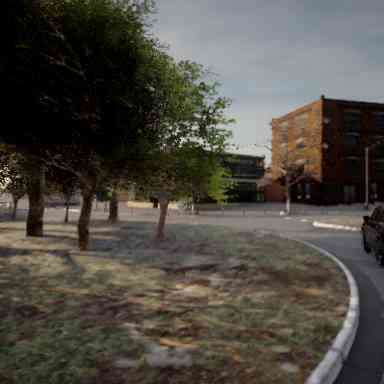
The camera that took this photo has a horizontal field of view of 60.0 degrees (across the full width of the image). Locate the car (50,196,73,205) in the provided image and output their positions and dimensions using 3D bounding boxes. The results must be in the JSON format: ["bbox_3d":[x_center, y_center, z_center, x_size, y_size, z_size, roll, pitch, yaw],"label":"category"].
[{"bbox_3d":[-29.938,1.941,76.367,4.553,1.767,2.185,1,0,-28],"label":"car"}]

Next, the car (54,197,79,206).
[{"bbox_3d":[-25.972,1.957,69.025,4.553,1.767,2.185,1,0,-28],"label":"car"}]

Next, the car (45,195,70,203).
[{"bbox_3d":[-33.899,1.782,83.701,5.566,2.045,2.435,1,0,-28],"label":"car"}]

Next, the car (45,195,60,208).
[{"bbox_3d":[-24.686,1.886,57.310,2.097,1.767,4.553,1,0,-31],"label":"car"}]

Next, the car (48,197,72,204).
[{"bbox_3d":[-31.351,2.055,78.904,5.008,1.535,2.097,1,0,-28],"label":"car"}]

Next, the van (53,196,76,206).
[{"bbox_3d":[-27.483,1.855,71.514,4.442,1.987,1.878,1,0,-28],"label":"van"}]

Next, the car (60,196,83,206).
[{"bbox_3d":[-23.444,2.102,64.213,4.792,1.488,2.163,1,0,-28],"label":"car"}]

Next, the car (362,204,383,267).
[{"bbox_3d":[7.562,1.421,11.856,2.150,2.045,5.566,0,-1,20],"label":"car"}]
